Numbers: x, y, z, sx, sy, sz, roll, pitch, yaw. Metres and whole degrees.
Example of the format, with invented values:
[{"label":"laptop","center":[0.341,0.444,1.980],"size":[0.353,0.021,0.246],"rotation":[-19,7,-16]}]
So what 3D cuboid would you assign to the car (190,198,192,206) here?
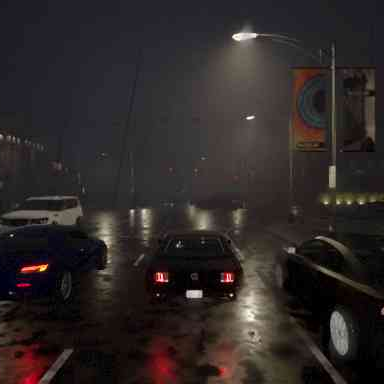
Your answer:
[{"label":"car","center":[0.740,1.525,56.066],"size":[1.812,1.442,4.674],"rotation":[0,0,3]}]

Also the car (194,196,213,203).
[{"label":"car","center":[2.463,1.525,71.036],"size":[1.812,1.442,4.674],"rotation":[0,0,33]}]

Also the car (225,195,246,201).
[{"label":"car","center":[11.315,1.540,85.961],"size":[5.357,1.411,2.033],"rotation":[0,0,-37]}]

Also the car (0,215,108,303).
[{"label":"car","center":[-3.434,1.526,8.052],"size":[1.812,1.442,4.674],"rotation":[0,0,0]}]

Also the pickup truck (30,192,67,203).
[{"label":"pickup truck","center":[-28.564,1.090,66.395],"size":[6.274,2.098,2.390],"rotation":[0,0,0]}]

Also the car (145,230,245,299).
[{"label":"car","center":[0.069,1.601,8.375],"size":[1.895,1.301,4.718],"rotation":[0,0,1]}]

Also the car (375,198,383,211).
[{"label":"car","center":[23.383,1.503,36.634],"size":[4.892,1.490,1.837],"rotation":[-1,0,0]}]

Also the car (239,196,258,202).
[{"label":"car","center":[13.474,1.595,78.831],"size":[4.718,1.301,1.895],"rotation":[0,0,-40]}]

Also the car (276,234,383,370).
[{"label":"car","center":[2.904,1.480,5.910],"size":[2.097,1.535,5.008],"rotation":[0,0,0]}]

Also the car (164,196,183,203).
[{"label":"car","center":[-3.669,1.548,66.866],"size":[2.033,1.411,5.357],"rotation":[0,0,22]}]

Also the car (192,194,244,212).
[{"label":"car","center":[3.267,1.221,39.834],"size":[5.566,2.045,2.150],"rotation":[0,1,35]}]

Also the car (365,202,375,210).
[{"label":"car","center":[23.494,1.491,40.136],"size":[4.902,1.511,2.128],"rotation":[0,0,0]}]

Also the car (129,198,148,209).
[{"label":"car","center":[-6.989,1.525,44.608],"size":[1.812,1.442,4.674],"rotation":[0,0,1]}]

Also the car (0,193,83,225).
[{"label":"car","center":[-7.101,1.221,16.327],"size":[2.150,2.045,5.566],"rotation":[0,0,0]}]

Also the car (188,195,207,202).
[{"label":"car","center":[1.325,1.478,76.010],"size":[1.882,1.535,5.008],"rotation":[0,0,33]}]
